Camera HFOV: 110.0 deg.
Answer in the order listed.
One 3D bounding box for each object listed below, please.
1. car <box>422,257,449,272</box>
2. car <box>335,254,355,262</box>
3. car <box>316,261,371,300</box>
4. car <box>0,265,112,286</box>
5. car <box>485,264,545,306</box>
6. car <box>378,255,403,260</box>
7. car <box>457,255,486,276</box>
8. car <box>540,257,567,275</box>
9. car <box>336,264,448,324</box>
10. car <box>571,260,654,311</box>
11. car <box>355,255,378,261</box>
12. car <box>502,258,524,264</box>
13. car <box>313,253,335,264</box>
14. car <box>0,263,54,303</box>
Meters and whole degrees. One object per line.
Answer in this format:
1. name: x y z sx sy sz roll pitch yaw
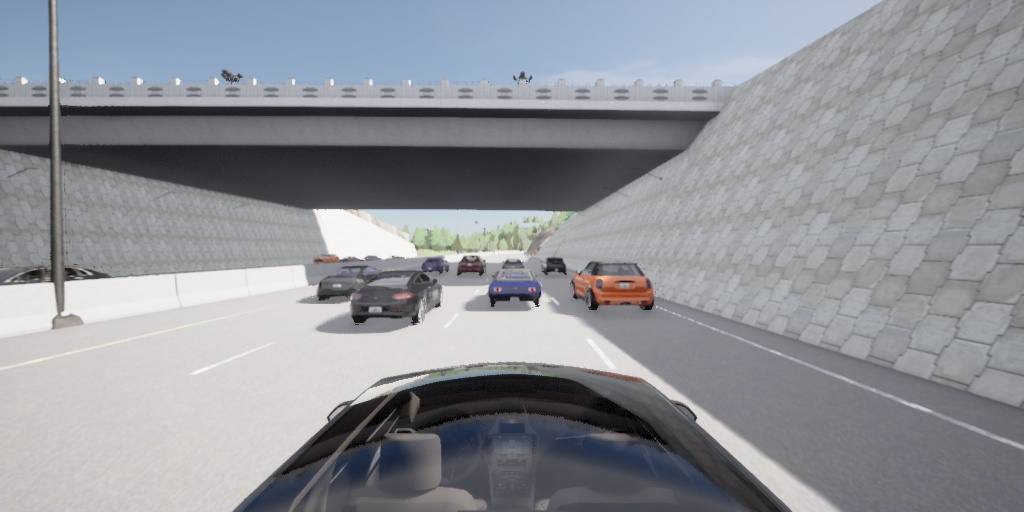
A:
1. car: -6.913 0.850 32.372 1.812 1.442 4.674 0 1 0
2. car: -24.567 0.580 54.548 1.994 1.385 4.181 0 1 0
3. car: -6.901 1.113 16.139 1.994 1.385 4.181 0 1 0
4. car: -17.600 1.098 12.939 1.837 1.490 4.892 0 1 0
5. car: 0.101 1.171 14.620 1.895 1.301 4.718 0 1 0
6. car: -17.581 0.578 53.536 2.033 1.411 5.357 0 1 0
7. car: -3.400 0.694 31.073 2.097 1.767 4.553 0 1 0
8. car: 3.601 0.843 31.398 1.837 1.490 4.892 0 1 0
9. car: -3.411 1.143 11.236 1.812 1.442 4.674 0 1 0
10. car: 3.600 0.937 13.630 2.097 1.767 4.553 0 1 0
11. car: -21.080 0.556 53.515 1.812 1.442 4.674 0 1 0
12. car: 0.100 0.893 32.054 1.994 1.385 4.181 0 1 0
13. car: -28.066 0.371 54.334 2.097 1.767 4.553 0 1 0
14. car: -21.099 1.081 13.216 2.128 1.511 4.902 0 1 0
